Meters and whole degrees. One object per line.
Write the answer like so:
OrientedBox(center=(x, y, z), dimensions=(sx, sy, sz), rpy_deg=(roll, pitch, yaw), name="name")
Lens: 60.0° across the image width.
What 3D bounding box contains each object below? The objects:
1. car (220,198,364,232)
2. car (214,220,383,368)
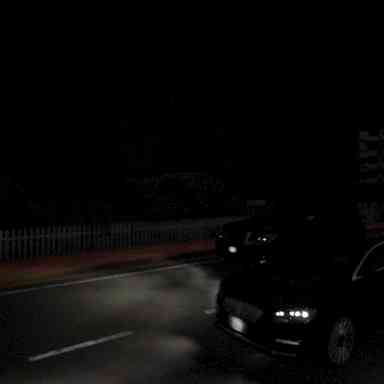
OrientedBox(center=(3.364, 1.221, 10.670), dimensions=(5.566, 2.045, 2.150), rpy_deg=(0, 0, -35), name="car")
OrientedBox(center=(2.603, 1.491, 5.834), dimensions=(4.902, 1.511, 2.128), rpy_deg=(0, 0, -35), name="car")
